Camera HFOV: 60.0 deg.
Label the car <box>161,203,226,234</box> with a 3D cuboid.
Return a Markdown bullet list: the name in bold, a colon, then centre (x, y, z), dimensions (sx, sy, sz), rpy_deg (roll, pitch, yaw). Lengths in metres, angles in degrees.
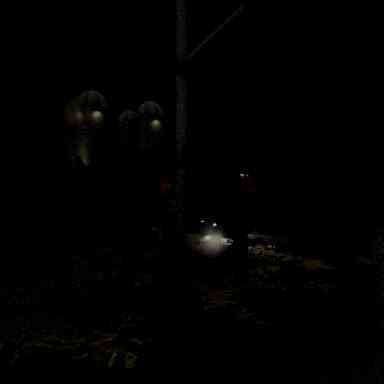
- **car**: centre (0.055, 1.564, 19.309), dimensions (1.994, 1.385, 4.181), rpy_deg (0, 0, -35)
